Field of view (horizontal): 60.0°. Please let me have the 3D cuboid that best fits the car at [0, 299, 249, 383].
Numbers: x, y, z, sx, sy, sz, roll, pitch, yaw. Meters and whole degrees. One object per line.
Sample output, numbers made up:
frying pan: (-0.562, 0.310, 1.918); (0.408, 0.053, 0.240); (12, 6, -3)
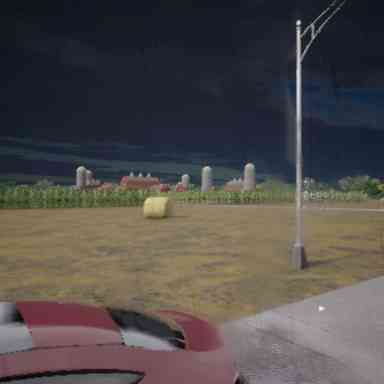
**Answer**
car: (-1.677, 1.526, 1.870); (4.674, 1.442, 1.812); (0, 0, -35)
